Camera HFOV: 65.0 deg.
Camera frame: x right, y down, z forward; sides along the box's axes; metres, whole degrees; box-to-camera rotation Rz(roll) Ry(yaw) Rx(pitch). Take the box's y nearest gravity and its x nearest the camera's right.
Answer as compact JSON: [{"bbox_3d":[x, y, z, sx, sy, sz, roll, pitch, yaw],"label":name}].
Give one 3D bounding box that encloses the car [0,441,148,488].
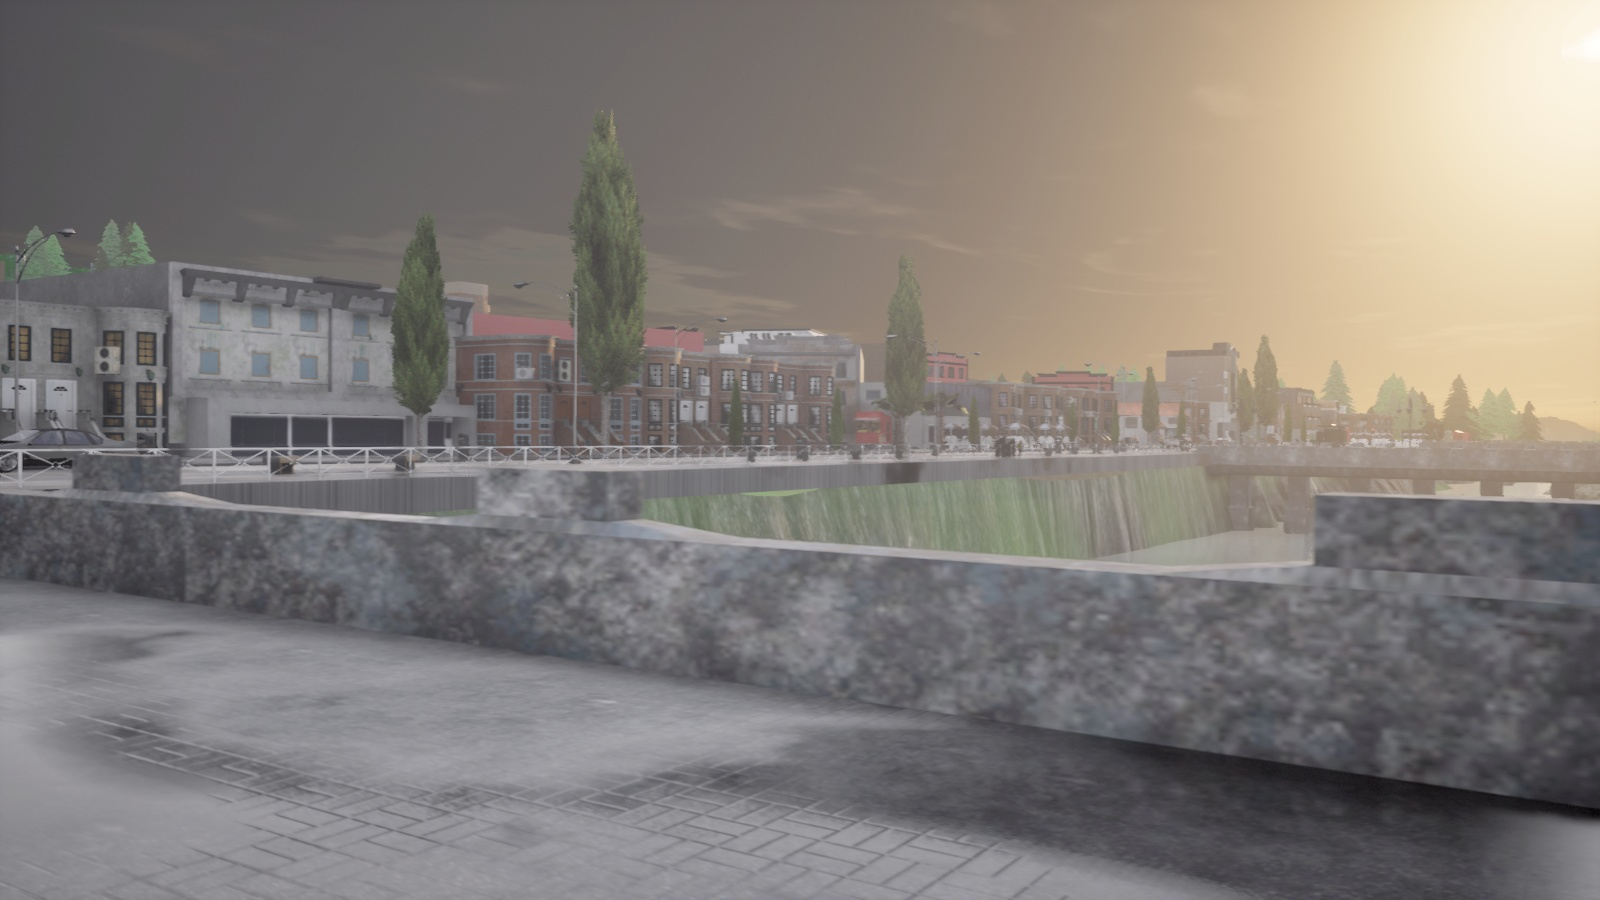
[{"bbox_3d":[-24.531,0.441,41.046,2.033,1.411,5.357,0,1,34],"label":"car"}]
